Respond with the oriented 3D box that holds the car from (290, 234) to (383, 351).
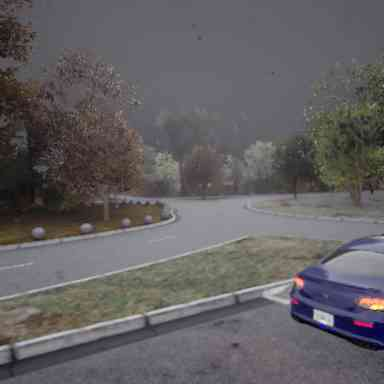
[{"bbox_3d":[3.674,1.476,5.705,4.674,1.442,1.812,-1,1,-33],"label":"car"}]
